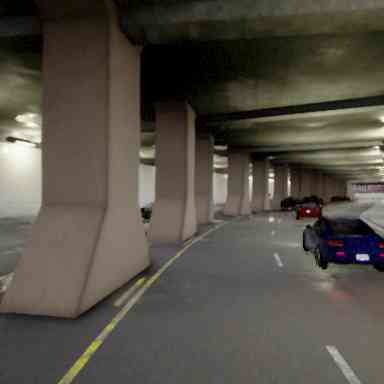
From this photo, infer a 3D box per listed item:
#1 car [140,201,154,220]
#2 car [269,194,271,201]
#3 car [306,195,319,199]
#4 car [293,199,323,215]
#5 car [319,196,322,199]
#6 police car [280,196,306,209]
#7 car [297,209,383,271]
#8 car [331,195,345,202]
[{"bbox_3d":[-2.595,1.422,25.237,2.033,1.411,5.357,1,0,18],"label":"car"},{"bbox_3d":[13.105,1.123,62.615,2.150,2.045,5.566,1,0,32],"label":"car"},{"bbox_3d":[18.583,1.521,53.401,1.812,1.442,4.674,1,0,31],"label":"car"},{"bbox_3d":[10.229,1.563,28.838,1.994,1.385,4.181,1,0,23],"label":"car"},{"bbox_3d":[21.679,1.360,58.506,2.097,1.767,4.553,1,0,31],"label":"car"},{"bbox_3d":[13.457,1.397,44.943,1.930,1.638,5.238,1,0,31],"label":"police car"},{"bbox_3d":[4.847,1.535,10.956,1.812,1.442,4.674,1,0,10],"label":"car"},{"bbox_3d":[32.433,1.430,74.723,1.994,1.385,4.181,1,0,31],"label":"car"}]
